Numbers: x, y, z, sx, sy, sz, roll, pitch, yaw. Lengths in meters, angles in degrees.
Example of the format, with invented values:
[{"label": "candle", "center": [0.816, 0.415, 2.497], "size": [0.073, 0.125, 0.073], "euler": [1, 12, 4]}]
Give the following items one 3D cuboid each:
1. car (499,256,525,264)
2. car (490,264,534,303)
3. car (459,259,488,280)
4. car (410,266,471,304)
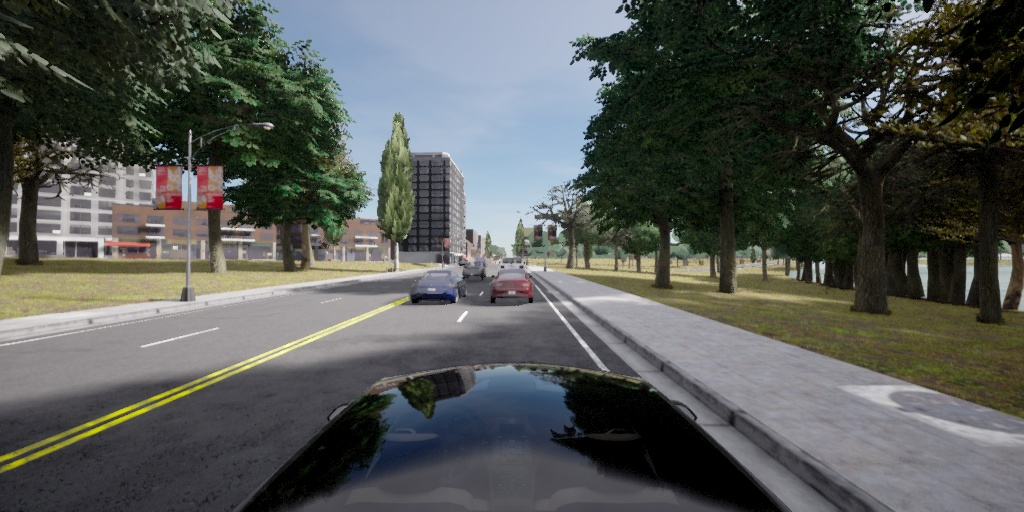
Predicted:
[{"label": "car", "center": [0.000, 1.064, 31.536], "size": [2.150, 2.045, 5.566], "euler": [0, 0, 0]}, {"label": "car", "center": [0.000, 1.293, 16.503], "size": [1.812, 1.442, 4.674], "euler": [0, 0, 0]}, {"label": "car", "center": [-3.250, 1.301, 31.505], "size": [2.128, 1.511, 4.902], "euler": [0, 0, 0]}, {"label": "car", "center": [-3.250, 1.333, 16.502], "size": [1.994, 1.385, 4.181], "euler": [0, 0, 0]}]
